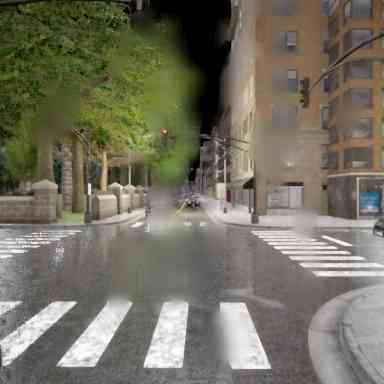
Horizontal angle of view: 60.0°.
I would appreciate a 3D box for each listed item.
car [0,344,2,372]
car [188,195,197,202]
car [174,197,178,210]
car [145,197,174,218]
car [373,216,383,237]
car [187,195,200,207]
[{"bbox_3d":[-3.095,1.352,1.781,2.097,1.767,4.553,0,0,-3],"label":"car"},{"bbox_3d":[0.183,1.419,70.670,1.812,1.442,4.674,0,0,0],"label":"car"},{"bbox_3d":[-3.019,1.559,39.797,1.895,1.301,4.718,0,0,0],"label":"car"},{"bbox_3d":[-3.026,1.469,29.714,2.128,1.511,4.902,0,0,0],"label":"car"},{"bbox_3d":[10.999,1.364,15.485,4.553,1.767,2.097,0,0,0],"label":"car"},{"bbox_3d":[0.199,1.540,49.161,1.895,1.301,4.718,0,0,0],"label":"car"}]
